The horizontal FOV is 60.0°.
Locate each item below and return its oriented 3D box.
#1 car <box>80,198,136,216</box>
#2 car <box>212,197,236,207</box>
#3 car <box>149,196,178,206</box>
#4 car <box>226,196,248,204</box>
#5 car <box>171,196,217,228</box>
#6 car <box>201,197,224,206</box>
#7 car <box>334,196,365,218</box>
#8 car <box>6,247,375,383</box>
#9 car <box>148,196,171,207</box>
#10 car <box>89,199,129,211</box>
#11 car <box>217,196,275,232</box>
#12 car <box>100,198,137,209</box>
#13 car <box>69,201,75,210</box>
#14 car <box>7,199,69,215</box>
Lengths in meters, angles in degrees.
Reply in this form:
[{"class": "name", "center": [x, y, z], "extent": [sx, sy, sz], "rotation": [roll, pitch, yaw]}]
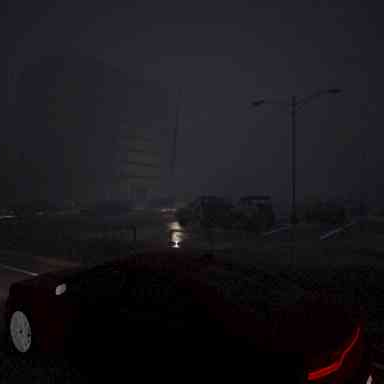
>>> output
[{"class": "car", "center": [-8.119, 1.547, 32.154], "extent": [2.033, 1.411, 5.357], "rotation": [0, 0, 34]}, {"class": "car", "center": [4.970, 1.564, 51.670], "extent": [1.994, 1.385, 4.181], "rotation": [0, 0, 34]}, {"class": "car", "center": [-4.761, 1.492, 56.294], "extent": [2.128, 1.511, 4.902], "rotation": [0, 0, 34]}, {"class": "car", "center": [8.581, 1.492, 63.326], "extent": [2.128, 1.511, 4.902], "rotation": [0, 0, 34]}, {"class": "car", "center": [0.989, 1.153, 20.698], "extent": [1.932, 1.855, 4.605], "rotation": [0, 0, 34]}, {"class": "car", "center": [3.508, 1.526, 55.754], "extent": [1.812, 1.442, 4.674], "rotation": [0, 0, 34]}, {"class": "car", "center": [15.380, 1.395, 31.987], "extent": [1.970, 1.475, 3.806], "rotation": [0, 0, 34]}, {"class": "car", "center": [-0.486, 1.478, 4.335], "extent": [5.008, 1.535, 1.882], "rotation": [0, 0, 35]}, {"class": "car", "center": [-4.662, 1.492, 50.206], "extent": [2.128, 1.511, 4.902], "rotation": [0, 0, 34]}, {"class": "car", "center": [-10.337, 1.601, 41.775], "extent": [1.895, 1.301, 4.718], "rotation": [0, 0, 34]}, {"class": "car", "center": [3.356, 1.156, 19.032], "extent": [1.905, 1.878, 3.866], "rotation": [0, 0, 34]}, {"class": "car", "center": [-10.469, 1.547, 47.858], "extent": [2.033, 1.411, 5.357], "rotation": [0, 0, 33]}, {"class": "car", "center": [-16.130, 1.526, 39.402], "extent": [1.812, 1.442, 4.674], "rotation": [0, 0, 34]}, {"class": "car", "center": [-15.679, 1.547, 33.814], "extent": [2.033, 1.411, 5.357], "rotation": [0, 0, 34]}]
